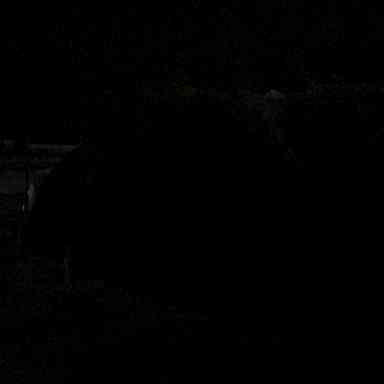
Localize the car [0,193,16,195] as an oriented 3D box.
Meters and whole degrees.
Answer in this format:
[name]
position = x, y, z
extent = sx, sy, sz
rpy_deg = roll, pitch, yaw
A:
[car]
position = -41.296, 1.004, 72.362
extent = 2.128, 1.511, 4.902
rpy_deg = 1, 0, 3
